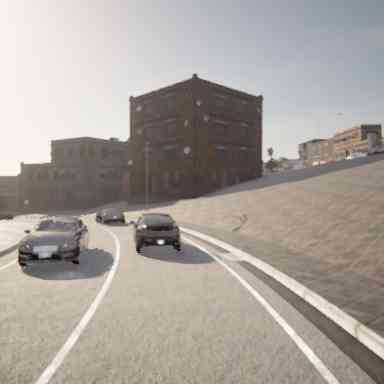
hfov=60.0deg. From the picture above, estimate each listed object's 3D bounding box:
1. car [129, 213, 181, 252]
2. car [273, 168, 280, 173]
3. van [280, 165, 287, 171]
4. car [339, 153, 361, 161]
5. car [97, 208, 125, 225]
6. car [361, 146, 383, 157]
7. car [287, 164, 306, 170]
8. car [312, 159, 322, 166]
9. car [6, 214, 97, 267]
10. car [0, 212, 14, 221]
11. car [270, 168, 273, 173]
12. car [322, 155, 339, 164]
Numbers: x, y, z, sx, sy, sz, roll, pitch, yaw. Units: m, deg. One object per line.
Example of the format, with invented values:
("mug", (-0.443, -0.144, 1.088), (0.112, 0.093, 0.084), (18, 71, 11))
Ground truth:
("car", (-1.715, 1.716, 15.117), (1.837, 1.490, 4.892), (0, -1, -12))
("car", (20.721, -4.674, 76.086), (2.002, 1.452, 4.674), (0, 0, -1))
("van", (20.838, -4.891, 70.443), (1.878, 1.987, 4.442), (0, 0, -1))
("car", (21.414, -4.314, 42.842), (2.002, 1.452, 4.674), (0, 1, -1))
("car", (-7.642, 2.215, 30.697), (1.994, 1.385, 4.181), (-1, -2, -28))
("car", (21.528, -4.410, 37.348), (2.185, 1.767, 4.553), (0, 1, -1))
("car", (20.950, -4.612, 65.049), (2.231, 1.521, 4.892), (0, 1, -1))
("car", (21.181, -4.618, 54.033), (2.185, 1.767, 4.553), (0, 1, -1))
("car", (-4.904, 1.681, 12.358), (2.128, 1.511, 4.902), (0, -1, -12))
("car", (-27.768, 3.572, 48.312), (4.718, 1.301, 1.895), (-4, -2, 36))
("car", (20.606, -5.007, 81.570), (2.435, 2.045, 5.566), (0, 0, -1))
("car", (21.295, -4.552, 48.514), (2.185, 1.767, 4.553), (0, 1, -1))
